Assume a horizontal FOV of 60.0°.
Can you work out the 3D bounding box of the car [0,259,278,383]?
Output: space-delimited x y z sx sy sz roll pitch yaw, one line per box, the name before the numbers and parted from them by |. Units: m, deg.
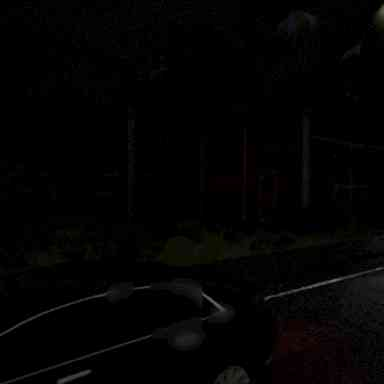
car | -1.287 1.510 3.072 4.892 1.490 1.837 0 0 -36
